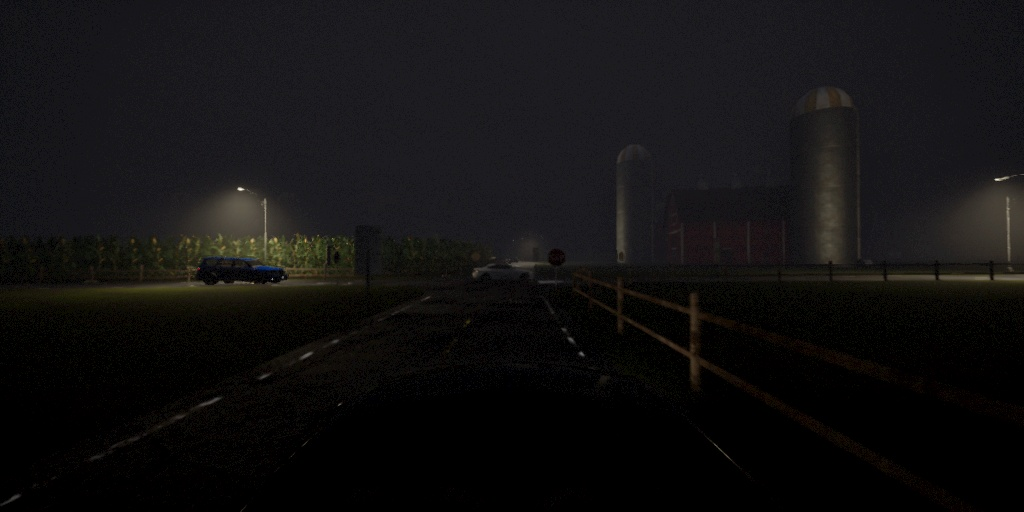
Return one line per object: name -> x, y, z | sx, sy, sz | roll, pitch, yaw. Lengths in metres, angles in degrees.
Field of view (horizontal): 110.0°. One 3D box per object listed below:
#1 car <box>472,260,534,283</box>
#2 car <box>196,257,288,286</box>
car -> -0.666, 1.259, 27.195 | 4.674, 1.442, 1.812 | 0, 0, -3
car -> -19.504, 1.143, 26.025 | 5.566, 2.045, 2.150 | 2, -1, -5
